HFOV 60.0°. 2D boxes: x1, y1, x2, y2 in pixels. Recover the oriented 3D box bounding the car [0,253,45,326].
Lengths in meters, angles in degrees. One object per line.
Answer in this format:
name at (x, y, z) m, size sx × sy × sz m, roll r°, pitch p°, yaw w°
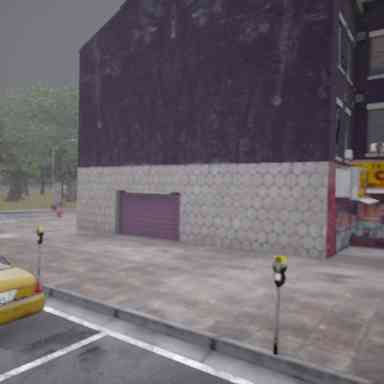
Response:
car at (-4.633, 1.477, 6.092) m, size 4.829 × 1.417 × 1.752 m, roll 0°, pitch 2°, yaw 36°
